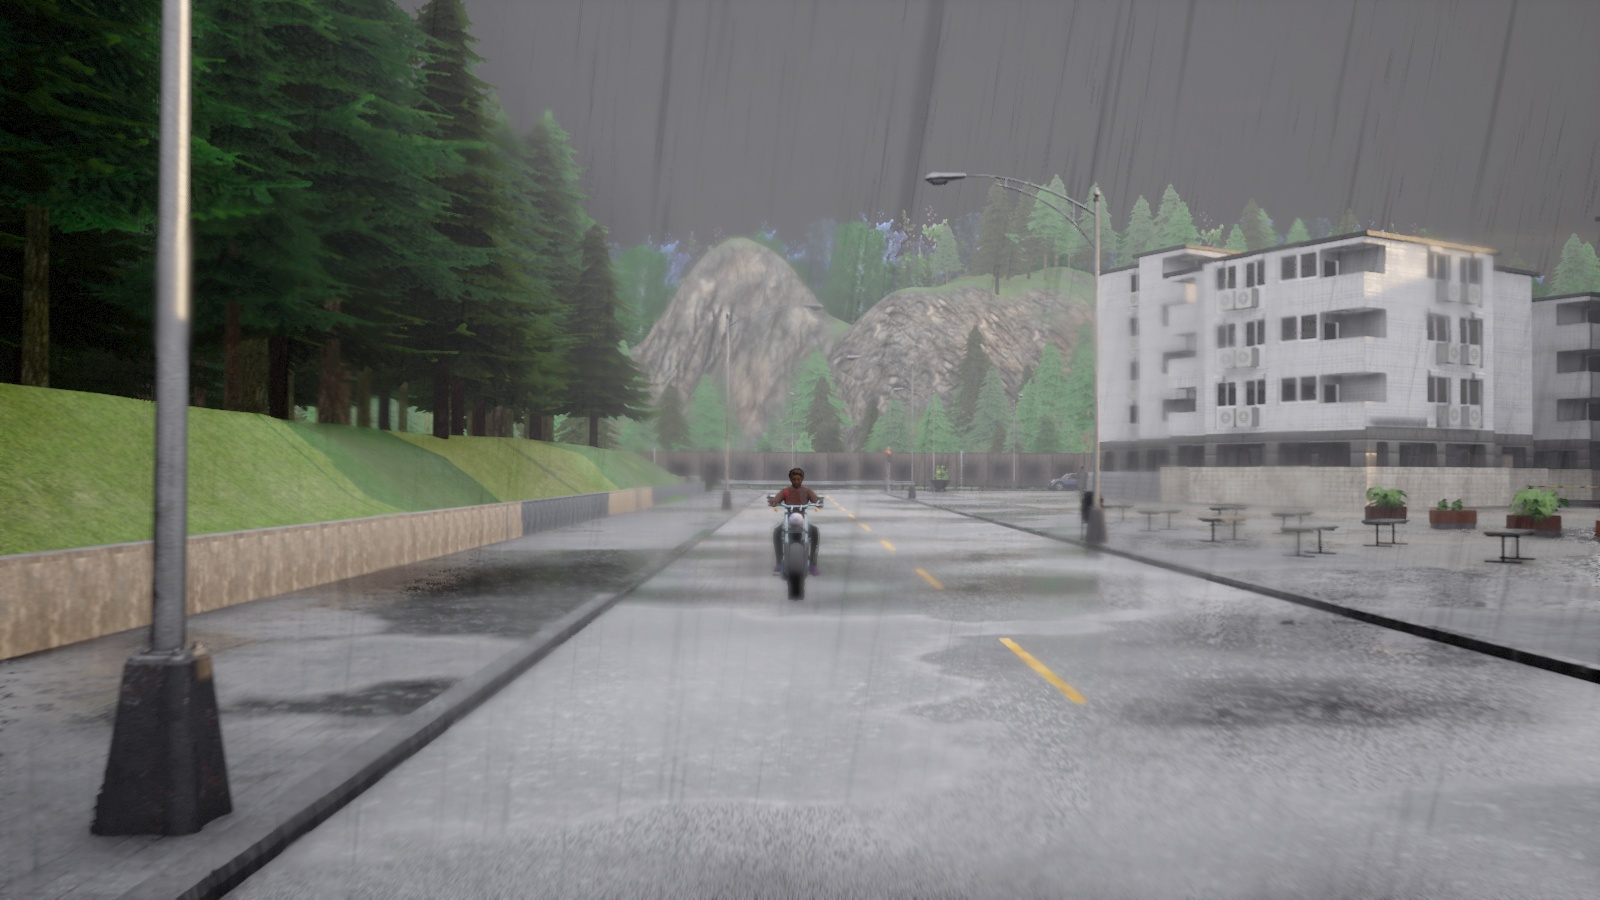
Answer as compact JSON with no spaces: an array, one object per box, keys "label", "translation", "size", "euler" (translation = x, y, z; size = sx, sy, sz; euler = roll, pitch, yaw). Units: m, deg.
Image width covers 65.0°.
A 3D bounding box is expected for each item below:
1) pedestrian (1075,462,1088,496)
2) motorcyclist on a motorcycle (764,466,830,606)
[{"label":"pedestrian","translation":[16.283,1.674,72.545],"size":[0.659,1.952,0.873],"euler":[0,-1,9]},{"label":"motorcyclist on a motorcycle","translation":[-0.037,1.033,15.998],"size":[0.766,1.649,2.350],"euler":[0,-1,0]}]
